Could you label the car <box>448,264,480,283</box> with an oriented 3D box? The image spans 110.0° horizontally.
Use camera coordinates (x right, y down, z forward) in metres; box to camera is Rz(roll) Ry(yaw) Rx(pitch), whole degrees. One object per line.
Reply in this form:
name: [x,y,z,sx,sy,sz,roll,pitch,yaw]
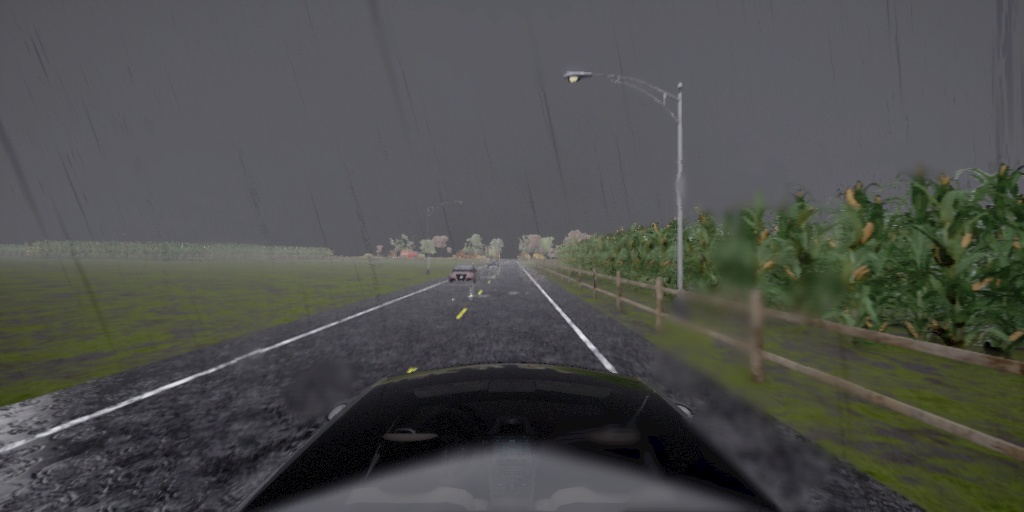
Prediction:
car: [-3.588,1.315,27.408,1.994,1.385,4.181,0,0,0]
